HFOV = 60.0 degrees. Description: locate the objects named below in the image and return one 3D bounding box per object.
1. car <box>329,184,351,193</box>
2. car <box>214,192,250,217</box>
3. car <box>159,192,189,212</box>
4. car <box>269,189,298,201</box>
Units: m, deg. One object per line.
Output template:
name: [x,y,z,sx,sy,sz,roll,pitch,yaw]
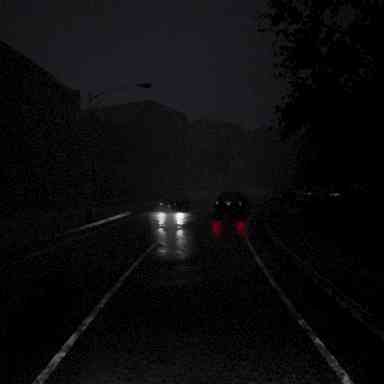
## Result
car: [26.161,-0.544,58.865,4.892,1.490,1.837,-3,2,-31]
car: [2.989,0.751,24.078,2.097,1.767,4.553,0,2,16]
car: [-1.443,0.811,28.482,1.837,1.490,4.892,-1,1,9]
car: [11.272,0.369,40.831,2.033,1.411,5.357,0,2,37]
